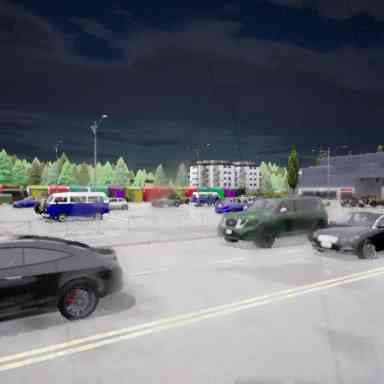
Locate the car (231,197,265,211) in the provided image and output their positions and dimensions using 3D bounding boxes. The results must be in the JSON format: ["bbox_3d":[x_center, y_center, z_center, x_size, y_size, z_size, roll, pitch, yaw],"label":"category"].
[{"bbox_3d":[6.764,1.395,40.172,3.806,1.475,1.970,0,0,-33],"label":"car"}]

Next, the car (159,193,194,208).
[{"bbox_3d":[-2.494,1.152,54.308,4.605,1.855,1.932,0,0,-33],"label":"car"}]

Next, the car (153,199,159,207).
[{"bbox_3d":[-4.014,1.363,56.775,3.905,1.438,1.784,0,0,-33],"label":"car"}]

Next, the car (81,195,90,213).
[{"bbox_3d":[-10.621,1.363,39.239,3.905,1.438,1.784,0,0,-33],"label":"car"}]

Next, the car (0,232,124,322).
[{"bbox_3d":[-3.521,1.526,5.816,4.674,1.442,1.812,0,0,-34],"label":"car"}]

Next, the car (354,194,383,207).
[{"bbox_3d":[24.424,1.152,44.933,4.605,1.855,1.932,0,0,-33],"label":"car"}]

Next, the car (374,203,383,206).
[{"bbox_3d":[14.043,1.563,21.492,4.181,1.385,1.994,0,0,-33],"label":"car"}]

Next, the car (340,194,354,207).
[{"bbox_3d":[22.897,1.155,47.392,3.866,1.878,1.905,0,0,-33],"label":"car"}]

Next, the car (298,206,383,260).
[{"bbox_3d":[6.527,1.492,12.425,4.902,1.511,2.128,0,0,-33],"label":"car"}]

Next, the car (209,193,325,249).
[{"bbox_3d":[3.765,1.219,14.810,5.566,2.045,2.150,0,0,-34],"label":"car"}]

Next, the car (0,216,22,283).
[{"bbox_3d":[-6.905,1.476,7.843,5.008,1.535,1.882,0,0,-33],"label":"car"}]

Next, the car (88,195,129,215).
[{"bbox_3d":[-9.048,1.395,36.808,3.806,1.475,1.970,0,0,-33],"label":"car"}]

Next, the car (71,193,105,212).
[{"bbox_3d":[-12.121,1.153,41.464,4.605,1.855,1.932,0,0,-33],"label":"car"}]

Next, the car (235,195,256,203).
[{"bbox_3d":[10.639,1.394,66.282,3.806,1.475,1.970,0,0,-33],"label":"car"}]
